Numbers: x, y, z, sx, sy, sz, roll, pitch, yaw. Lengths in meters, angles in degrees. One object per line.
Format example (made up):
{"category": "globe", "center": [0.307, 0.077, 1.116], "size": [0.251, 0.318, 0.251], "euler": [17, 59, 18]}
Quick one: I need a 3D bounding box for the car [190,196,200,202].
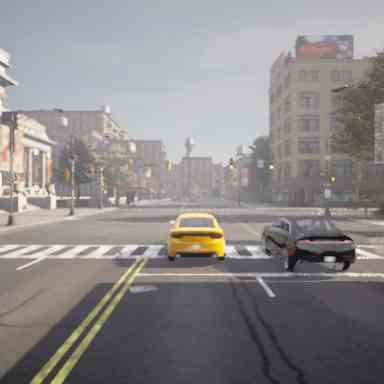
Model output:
{"category": "car", "center": [0.382, 2.099, 89.302], "size": [1.994, 1.385, 4.181], "euler": [0, 0, 0]}

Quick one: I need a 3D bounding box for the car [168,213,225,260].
{"category": "car", "center": [0.149, 1.557, 12.801], "size": [1.882, 1.535, 5.008], "euler": [0, 0, 0]}

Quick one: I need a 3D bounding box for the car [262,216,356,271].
{"category": "car", "center": [3.640, 1.563, 11.184], "size": [2.128, 1.511, 4.902], "euler": [0, 0, 0]}
